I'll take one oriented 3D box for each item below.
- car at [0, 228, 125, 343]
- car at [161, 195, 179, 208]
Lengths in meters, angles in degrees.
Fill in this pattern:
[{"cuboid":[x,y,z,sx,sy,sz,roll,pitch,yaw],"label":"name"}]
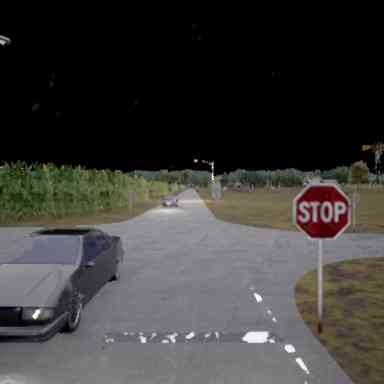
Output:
[{"cuboid":[-2.736,1.511,6.950,2.033,1.411,5.357,0,0,0],"label":"car"},{"cuboid":[-2.684,1.171,40.922,2.128,1.511,4.902,0,1,0],"label":"car"}]
